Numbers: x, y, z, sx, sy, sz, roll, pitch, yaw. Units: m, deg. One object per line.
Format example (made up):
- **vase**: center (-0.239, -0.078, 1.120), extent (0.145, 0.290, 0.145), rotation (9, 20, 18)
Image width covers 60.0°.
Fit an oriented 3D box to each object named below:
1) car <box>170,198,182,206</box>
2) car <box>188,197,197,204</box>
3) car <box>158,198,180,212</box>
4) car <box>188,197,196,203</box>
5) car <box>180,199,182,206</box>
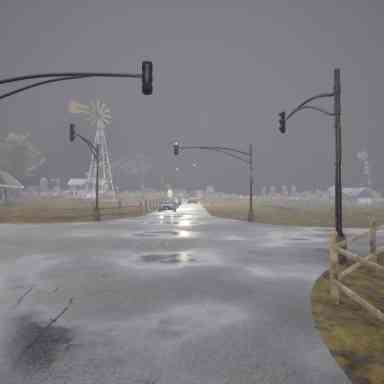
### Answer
- **car**: center (-2.837, 1.802, 59.667), extent (1.895, 1.301, 4.718), rotation (0, 0, 0)
- **car**: center (0.085, 1.789, 69.110), extent (1.812, 1.442, 4.674), rotation (0, 0, 0)
- **car**: center (-2.861, 1.661, 39.779), extent (1.994, 1.385, 4.181), rotation (0, 0, 0)
- **car**: center (-0.009, 1.860, 79.122), extent (1.812, 1.442, 4.674), rotation (0, 0, 0)
- **car**: center (-2.860, 1.638, 49.918), extent (2.128, 1.511, 4.902), rotation (0, 0, 0)
